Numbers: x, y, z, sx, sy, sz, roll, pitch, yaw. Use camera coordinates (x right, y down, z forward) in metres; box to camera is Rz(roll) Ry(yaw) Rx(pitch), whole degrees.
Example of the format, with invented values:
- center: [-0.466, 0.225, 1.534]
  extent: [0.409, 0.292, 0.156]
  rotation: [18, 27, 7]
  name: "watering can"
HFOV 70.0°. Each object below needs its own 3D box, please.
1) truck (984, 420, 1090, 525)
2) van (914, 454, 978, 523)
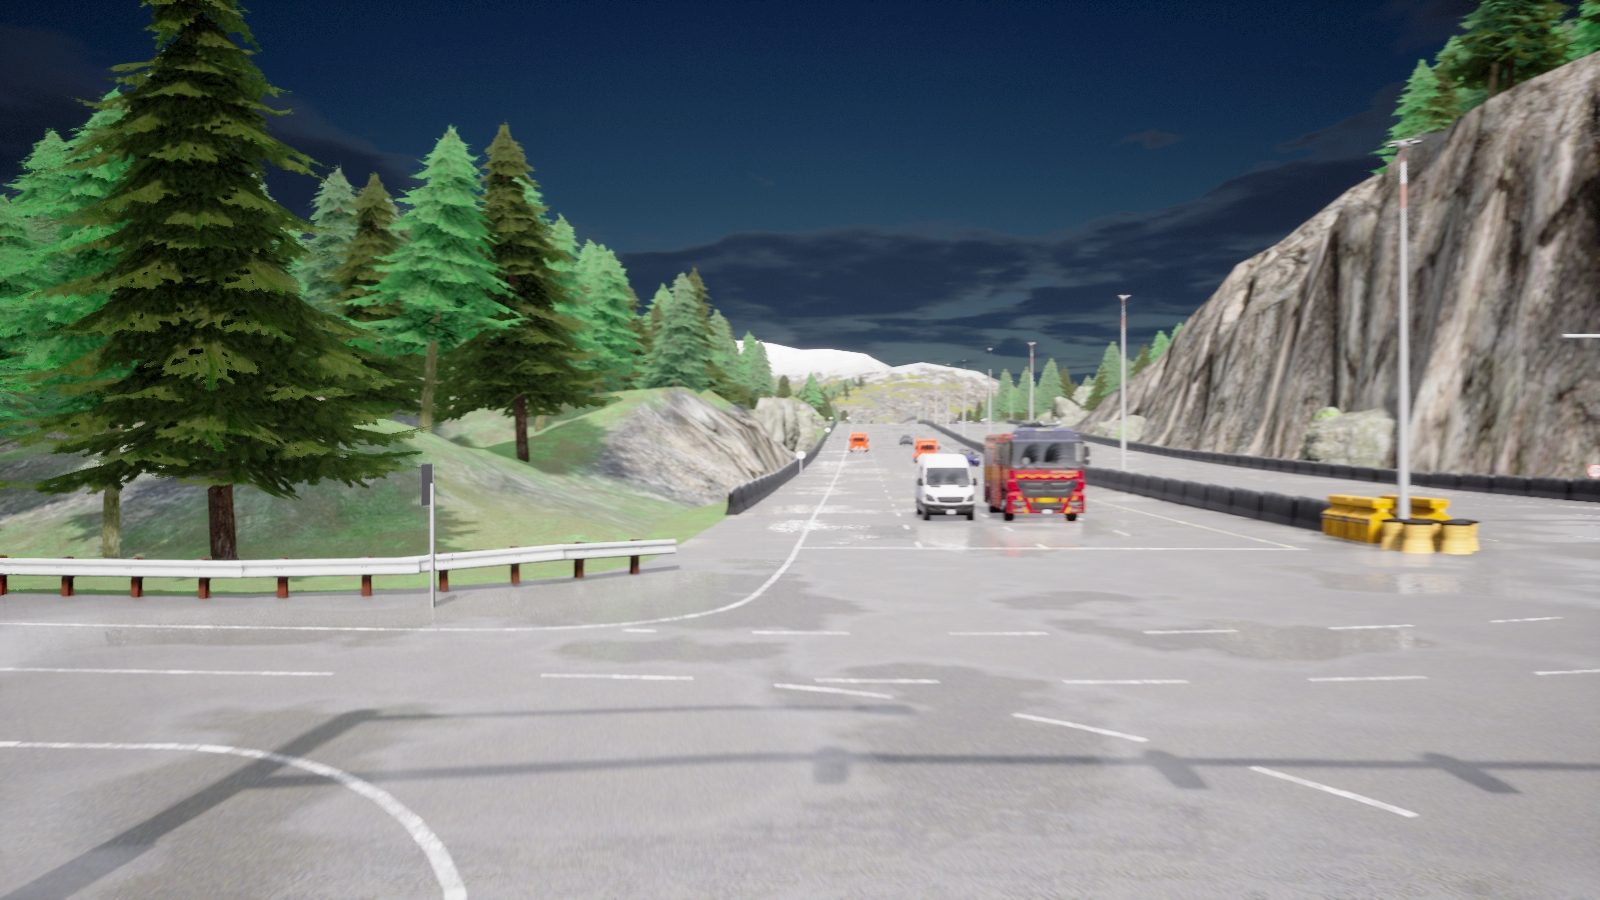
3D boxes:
- center: [9.311, 0.805, 45.867]
  extent: [2.891, 3.827, 8.468]
  rotation: [0, 0, 3]
  name: "truck"
- center: [5.810, 1.454, 46.126]
  extent: [1.988, 2.561, 5.915]
  rotation: [0, 0, 2]
  name: "van"
